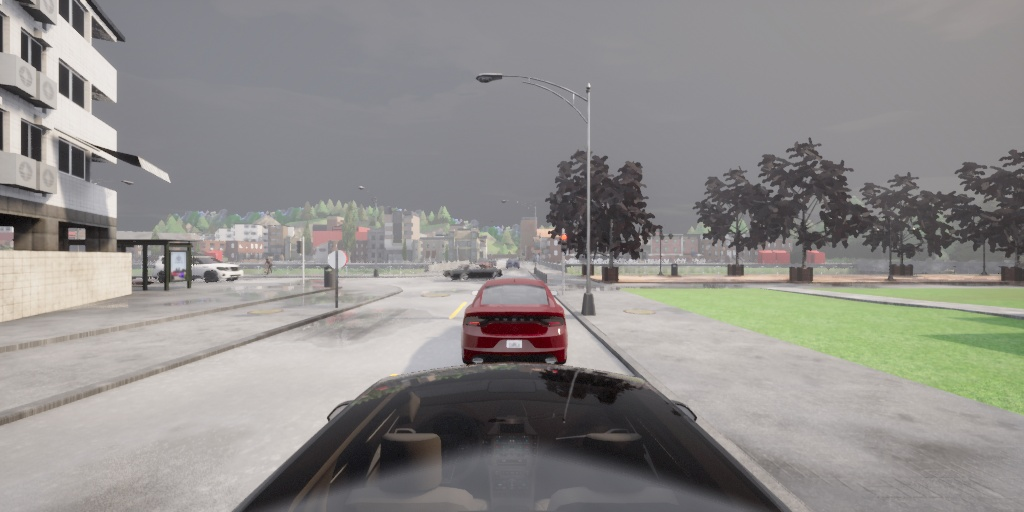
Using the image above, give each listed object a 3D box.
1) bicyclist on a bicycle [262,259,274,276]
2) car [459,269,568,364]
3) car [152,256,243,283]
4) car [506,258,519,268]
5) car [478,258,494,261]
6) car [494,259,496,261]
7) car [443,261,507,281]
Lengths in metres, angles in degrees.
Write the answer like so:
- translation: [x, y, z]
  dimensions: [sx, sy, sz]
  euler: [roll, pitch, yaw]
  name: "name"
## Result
- translation: [-24.002, 1.099, 35.296]
  dimensions: [0.582, 1.620, 1.656]
  euler: [0, 0, 0]
  name: "bicyclist on a bicycle"
- translation: [0.057, 1.228, 8.091]
  dimensions: [1.882, 1.535, 5.008]
  euler: [0, 0, 0]
  name: "car"
- translation: [-23.493, 0.974, 26.890]
  dimensions: [5.566, 2.045, 2.150]
  euler: [0, 0, -1]
  name: "car"
- translation: [0.142, 1.102, 59.121]
  dimensions: [2.097, 1.767, 4.553]
  euler: [0, 0, 0]
  name: "car"
- translation: [-4.061, 1.102, 50.292]
  dimensions: [2.097, 1.767, 4.553]
  euler: [0, 0, 0]
  name: "car"
- translation: [-4.040, 1.241, 59.536]
  dimensions: [2.128, 1.511, 4.902]
  euler: [0, 0, 0]
  name: "car"
- translation: [-3.124, 1.351, 29.268]
  dimensions: [4.718, 1.301, 1.895]
  euler: [0, 0, -34]
  name: "car"
